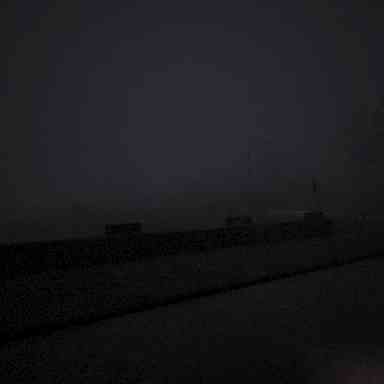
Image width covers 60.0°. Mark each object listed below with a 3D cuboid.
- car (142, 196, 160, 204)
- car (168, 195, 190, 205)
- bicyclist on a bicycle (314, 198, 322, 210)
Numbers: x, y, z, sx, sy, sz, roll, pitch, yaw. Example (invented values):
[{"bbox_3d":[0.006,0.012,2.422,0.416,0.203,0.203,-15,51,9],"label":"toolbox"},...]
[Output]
[{"bbox_3d":[-8.129,1.478,65.481,1.882,1.535,5.008,0,0,-35],"label":"car"},{"bbox_3d":[-2.258,1.352,57.328,2.097,1.767,4.553,0,0,-35],"label":"car"},{"bbox_3d":[15.231,1.349,40.125,1.656,1.620,0.582,0,0,-35],"label":"bicyclist on a bicycle"}]
